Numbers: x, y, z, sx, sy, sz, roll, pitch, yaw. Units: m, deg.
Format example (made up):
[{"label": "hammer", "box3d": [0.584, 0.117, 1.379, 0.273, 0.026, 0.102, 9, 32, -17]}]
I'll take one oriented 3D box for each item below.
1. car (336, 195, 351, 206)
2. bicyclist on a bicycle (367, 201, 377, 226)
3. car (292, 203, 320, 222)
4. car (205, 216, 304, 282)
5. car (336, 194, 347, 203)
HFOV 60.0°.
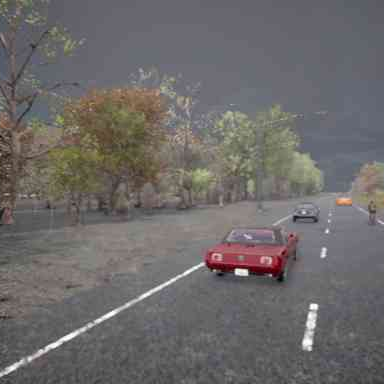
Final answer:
[{"label": "car", "box3d": [24.959, 1.322, 54.722, 2.097, 1.767, 4.553, -1, 0, 23]}, {"label": "bicyclist on a bicycle", "box3d": [11.933, 1.416, 22.006, 0.582, 1.620, 1.656, -1, -1, 23]}, {"label": "car", "box3d": [9.203, 1.571, 26.734, 2.033, 1.411, 5.357, -1, 0, 23]}, {"label": "car", "box3d": [2.055, 1.627, 9.980, 1.895, 1.301, 4.718, -1, 0, 23]}, {"label": "car", "box3d": [30.287, 1.326, 67.484, 2.097, 1.767, 4.553, -1, 0, 23]}]
